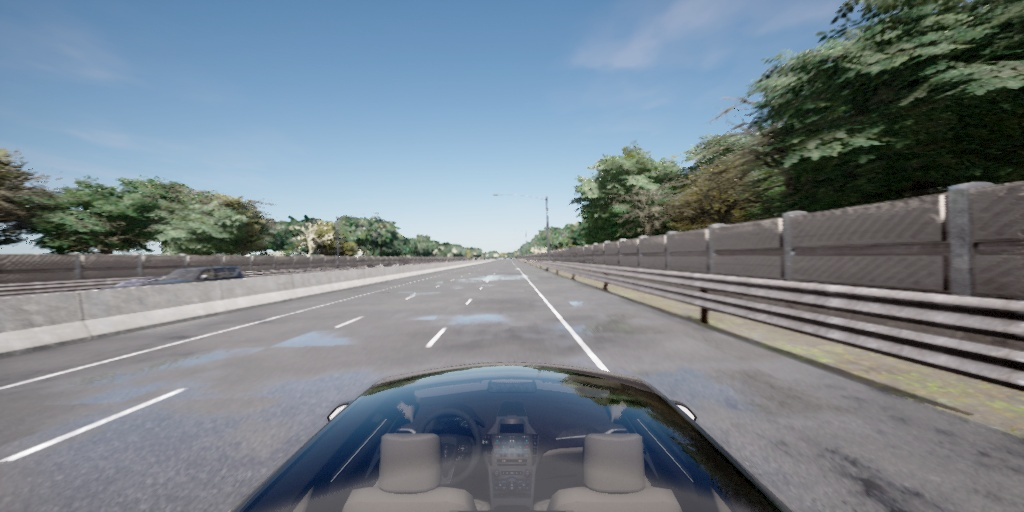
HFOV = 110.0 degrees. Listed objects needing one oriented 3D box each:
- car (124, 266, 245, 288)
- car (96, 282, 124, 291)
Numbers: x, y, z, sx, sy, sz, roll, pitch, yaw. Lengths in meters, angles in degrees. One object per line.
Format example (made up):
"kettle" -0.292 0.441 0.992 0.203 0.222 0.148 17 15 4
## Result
"car" -17.897 1.634 20.424 2.150 2.045 5.566 -2 0 0
"car" -21.385 2.020 20.856 2.128 1.511 4.902 -2 0 0
